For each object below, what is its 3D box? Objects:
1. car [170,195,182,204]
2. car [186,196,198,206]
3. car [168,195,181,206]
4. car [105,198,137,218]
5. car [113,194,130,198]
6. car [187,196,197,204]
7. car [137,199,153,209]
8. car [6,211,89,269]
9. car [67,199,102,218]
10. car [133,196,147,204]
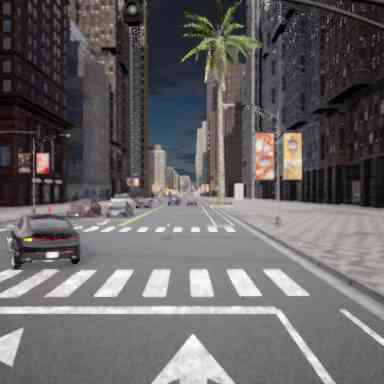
[{"bbox_3d":[-3.258,1.476,68.320,2.097,1.767,4.553,0,0,0],"label":"car"},{"bbox_3d":[-0.007,1.685,57.927,2.033,1.411,5.357,0,0,0],"label":"car"},{"bbox_3d":[-3.257,1.664,58.343,1.812,1.442,4.674,0,0,0],"label":"car"},{"bbox_3d":[-6.596,1.585,30.758,1.812,1.442,4.674,0,0,0],"label":"car"},{"bbox_3d":[-9.835,1.320,45.994,2.150,2.045,5.566,0,0,0],"label":"car"},{"bbox_3d":[-0.008,1.601,68.350,1.882,1.535,5.008,0,0,0],"label":"car"},{"bbox_3d":[-6.586,1.646,46.264,2.033,1.411,5.357,0,0,0],"label":"car"},{"bbox_3d":[-5.159,1.525,11.439,1.837,1.490,4.892,3,-2,-31],"label":"car"},{"bbox_3d":[-9.845,1.410,30.669,2.097,1.767,4.553,0,0,0],"label":"car"},{"bbox_3d":[-9.758,1.467,62.485,1.895,1.301,4.718,0,0,0],"label":"car"}]
